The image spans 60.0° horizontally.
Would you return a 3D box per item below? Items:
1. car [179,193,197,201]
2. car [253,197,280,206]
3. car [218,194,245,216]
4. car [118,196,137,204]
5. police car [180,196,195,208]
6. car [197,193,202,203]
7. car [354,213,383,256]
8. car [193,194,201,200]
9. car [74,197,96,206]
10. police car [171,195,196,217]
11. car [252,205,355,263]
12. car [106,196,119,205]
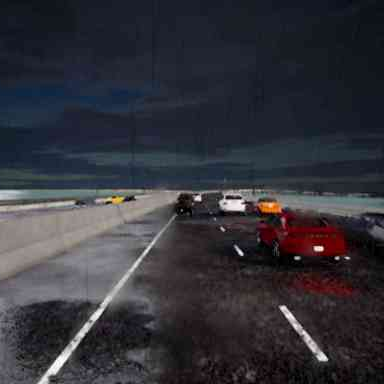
[{"bbox_3d":[-0.728,1.170,41.351,2.150,2.045,5.566,0,0,1],"label":"car"},{"bbox_3d":[7.311,1.311,32.876,2.097,1.767,4.553,0,0,1],"label":"car"},{"bbox_3d":[3.805,1.181,32.443,2.150,2.045,5.566,0,0,1],"label":"car"},{"bbox_3d":[-10.016,1.425,53.691,1.837,1.490,4.892,0,0,2],"label":"car"},{"bbox_3d":[-0.630,1.359,47.420,1.930,1.638,5.238,0,0,1],"label":"police car"},{"bbox_3d":[0.797,1.130,66.014,2.150,2.045,5.566,0,0,1],"label":"car"},{"bbox_3d":[7.137,1.533,13.012,2.033,1.411,5.357,0,0,0],"label":"car"},{"bbox_3d":[1.255,1.214,82.973,2.033,1.411,5.357,0,0,2],"label":"car"},{"bbox_3d":[-17.017,1.470,53.299,2.033,1.411,5.357,0,0,2],"label":"car"},{"bbox_3d":[-0.862,1.386,31.446,1.930,1.638,5.238,0,0,1],"label":"police car"},{"bbox_3d":[3.635,1.464,11.980,1.882,1.535,5.008,0,0,0],"label":"car"},{"bbox_3d":[-13.425,1.392,57.563,1.882,1.535,5.008,0,0,2],"label":"car"}]
